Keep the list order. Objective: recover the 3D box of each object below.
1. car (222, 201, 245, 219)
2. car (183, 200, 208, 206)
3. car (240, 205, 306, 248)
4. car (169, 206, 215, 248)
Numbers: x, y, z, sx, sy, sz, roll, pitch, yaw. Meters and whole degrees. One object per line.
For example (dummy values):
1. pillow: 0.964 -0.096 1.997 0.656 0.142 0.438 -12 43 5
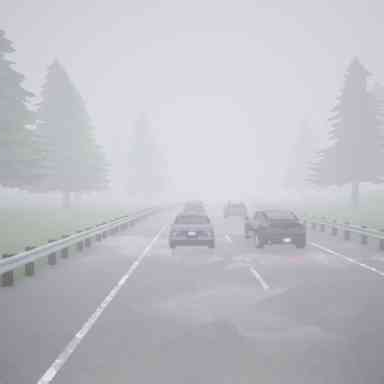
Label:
1. car: 3.766 1.496 29.418 2.128 1.511 4.902 0 0 2
2. car: 0.269 1.517 29.570 1.837 1.490 4.892 0 0 2
3. car: 3.500 1.517 14.650 1.837 1.490 4.892 0 0 0
4. car: 0.000 1.564 14.650 2.033 1.411 5.357 0 0 0
